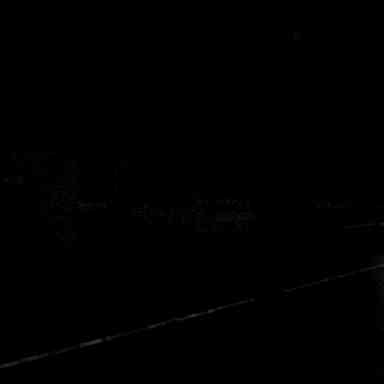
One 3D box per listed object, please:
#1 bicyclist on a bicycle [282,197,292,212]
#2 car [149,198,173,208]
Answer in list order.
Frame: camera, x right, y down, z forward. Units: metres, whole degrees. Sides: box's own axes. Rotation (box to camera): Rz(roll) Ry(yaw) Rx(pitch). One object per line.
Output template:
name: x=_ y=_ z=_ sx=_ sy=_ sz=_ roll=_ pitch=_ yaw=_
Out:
bicyclist on a bicycle: x=10.006 y=1.313 z=34.953 sx=1.656 sy=1.620 sz=0.582 roll=0 pitch=0 yaw=-36
car: x=-4.526 y=1.538 z=48.292 sx=1.812 sy=1.442 sz=4.674 roll=0 pitch=0 yaw=-36
